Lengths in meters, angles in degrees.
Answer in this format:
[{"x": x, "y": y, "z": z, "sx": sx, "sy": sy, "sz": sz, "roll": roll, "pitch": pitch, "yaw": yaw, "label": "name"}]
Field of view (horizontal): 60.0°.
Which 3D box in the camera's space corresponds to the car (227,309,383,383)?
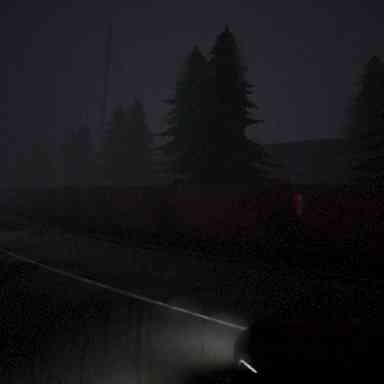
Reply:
[{"x": 2.501, "y": 1.536, "z": 2.310, "sx": 4.674, "sy": 1.442, "sz": 1.812, "roll": 1, "pitch": 0, "yaw": 35, "label": "car"}]
